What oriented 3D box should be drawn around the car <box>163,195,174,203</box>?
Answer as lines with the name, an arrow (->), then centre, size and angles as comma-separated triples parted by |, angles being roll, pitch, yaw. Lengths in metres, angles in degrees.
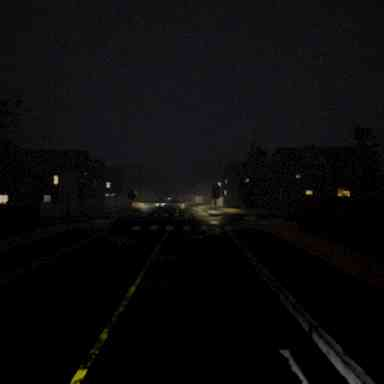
car -> -5.804, 1.673, 80.868 | 2.097, 1.767, 4.553 | 0, -1, -12

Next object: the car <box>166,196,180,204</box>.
car -> -3.865, 1.877, 71.020 | 1.895, 1.301, 4.718 | 0, -1, -10

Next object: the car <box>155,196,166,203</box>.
car -> -7.327, 1.494, 74.638 | 1.994, 1.385, 4.181 | 0, -1, -10
